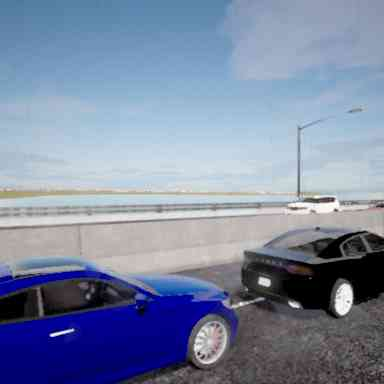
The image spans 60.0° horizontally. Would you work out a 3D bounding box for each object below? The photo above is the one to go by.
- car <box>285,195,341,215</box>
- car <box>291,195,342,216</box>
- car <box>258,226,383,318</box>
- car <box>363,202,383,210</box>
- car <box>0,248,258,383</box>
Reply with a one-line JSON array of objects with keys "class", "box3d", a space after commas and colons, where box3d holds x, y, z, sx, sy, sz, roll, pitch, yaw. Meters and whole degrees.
[{"class": "car", "box3d": [10.449, 1.315, 28.501, 5.566, 2.045, 2.150, 0, 0, -35]}, {"class": "car", "box3d": [12.979, 1.336, 34.536, 5.566, 2.045, 2.150, 0, 0, -35]}, {"class": "car", "box3d": [3.352, 1.505, 7.539, 5.008, 1.535, 1.882, 0, 0, -35]}, {"class": "car", "box3d": [16.565, 1.587, 28.499, 5.008, 1.535, 1.882, 0, 0, -35]}, {"class": "car", "box3d": [-1.529, 1.531, 4.066, 4.674, 1.442, 1.812, 0, 0, -35]}]
